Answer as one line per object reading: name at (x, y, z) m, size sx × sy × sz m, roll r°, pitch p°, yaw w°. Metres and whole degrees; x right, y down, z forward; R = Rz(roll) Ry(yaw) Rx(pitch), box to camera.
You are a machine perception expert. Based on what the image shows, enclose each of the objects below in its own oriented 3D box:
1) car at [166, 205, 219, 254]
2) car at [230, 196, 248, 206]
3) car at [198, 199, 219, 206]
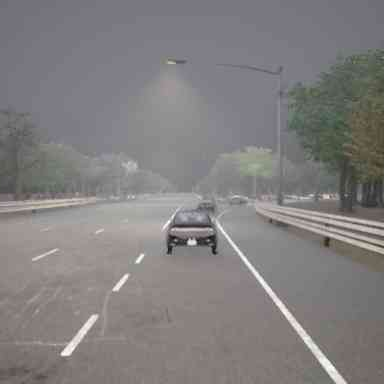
car at (0.003, 1.481, 13.548) m, size 2.128 × 1.511 × 4.902 m, roll 0°, pitch 0°, yaw 0°
car at (7.723, 1.445, 54.398) m, size 2.128 × 1.511 × 4.902 m, roll 0°, pitch 0°, yaw 25°
car at (1.764, 1.522, 35.891) m, size 1.837 × 1.490 × 4.892 m, roll -1°, pitch 0°, yaw 11°
